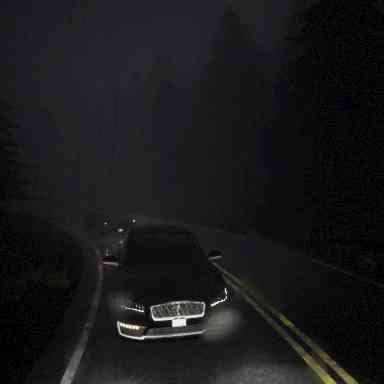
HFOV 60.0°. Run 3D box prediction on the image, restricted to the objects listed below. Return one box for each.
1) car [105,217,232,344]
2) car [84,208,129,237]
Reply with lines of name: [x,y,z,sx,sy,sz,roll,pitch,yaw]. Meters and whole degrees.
car: [-0.648,1.495,6.820,1.837,1.490,4.892,-1,0,-11]
car: [-4.643,1.612,18.557,1.895,1.301,4.718,-3,1,-29]
